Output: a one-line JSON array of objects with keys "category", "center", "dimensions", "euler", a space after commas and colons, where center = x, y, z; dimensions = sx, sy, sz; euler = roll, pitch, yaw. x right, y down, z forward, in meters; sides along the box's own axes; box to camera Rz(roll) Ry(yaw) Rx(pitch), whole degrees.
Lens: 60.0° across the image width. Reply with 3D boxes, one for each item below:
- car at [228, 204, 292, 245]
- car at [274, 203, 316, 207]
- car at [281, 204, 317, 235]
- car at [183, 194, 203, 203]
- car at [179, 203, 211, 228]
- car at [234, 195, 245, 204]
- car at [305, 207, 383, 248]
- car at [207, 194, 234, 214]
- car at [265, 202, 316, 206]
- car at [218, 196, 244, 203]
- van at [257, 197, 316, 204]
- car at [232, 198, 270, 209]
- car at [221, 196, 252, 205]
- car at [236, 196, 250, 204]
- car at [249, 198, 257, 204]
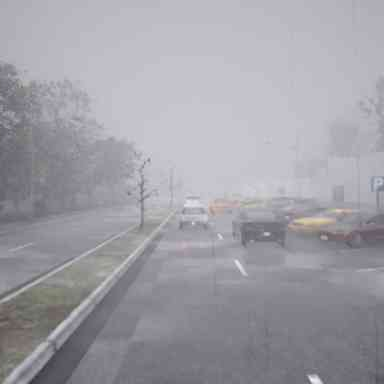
[{"category": "car", "center": [3.095, 1.598, 16.241], "dimensions": [1.882, 1.535, 5.008], "euler": [0, 0, 0]}, {"category": "car", "center": [8.089, 1.656, 21.373], "dimensions": [4.792, 1.488, 2.163], "euler": [1, 0, -20]}, {"category": "car", "center": [7.892, 1.612, 18.304], "dimensions": [5.366, 1.575, 1.946], "euler": [1, 0, -20]}, {"category": "car", "center": [0.088, 1.293, 40.109], "dimensions": [2.150, 2.045, 5.566], "euler": [0, 0, 0]}, {"category": "car", "center": [0.092, 1.734, 23.589], "dimensions": [1.895, 1.301, 4.718], "euler": [0, 0, 0]}, {"category": "car", "center": [7.882, 1.547, 42.181], "dimensions": [5.366, 1.575, 1.946], "euler": [1, 0, -20]}, {"category": "car", "center": [8.037, 1.637, 15.376], "dimensions": [4.792, 1.488, 2.163], "euler": [1, 0, -20]}, {"category": "car", "center": [3.087, 1.439, 37.186], "dimensions": [2.097, 1.767, 4.553], "euler": [0, 0, 0]}, {"category": "car", "center": [8.056, 1.664, 24.345], "dimensions": [4.674, 1.452, 2.002], "euler": [1, 0, -20]}, {"category": "car", "center": [8.071, 1.546, 69.099], "dimensions": [4.792, 1.488, 2.163], "euler": [1, 0, -20]}, {"category": "van", "center": [7.955, 1.395, 27.277], "dimensions": [4.442, 1.987, 1.878], "euler": [1, 1, -20]}, {"category": "car", "center": [8.050, 1.579, 45.230], "dimensions": [4.674, 1.452, 2.002], "euler": [1, 0, -20]}, {"category": "car", "center": [8.054, 1.509, 60.136], "dimensions": [5.008, 1.535, 2.097], "euler": [1, 0, -20]}, {"category": "car", "center": [7.883, 1.580, 36.215], "dimensions": [5.366, 1.575, 1.946], "euler": [1, 1, -20]}, {"category": "car", "center": [8.032, 1.487, 30.305], "dimensions": [4.553, 1.767, 2.185], "euler": [1, 0, -20]}]
